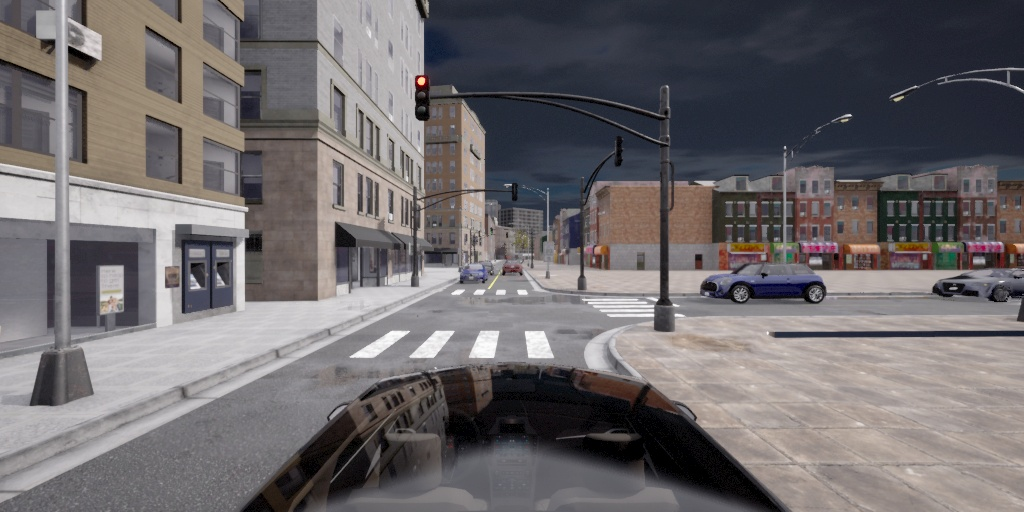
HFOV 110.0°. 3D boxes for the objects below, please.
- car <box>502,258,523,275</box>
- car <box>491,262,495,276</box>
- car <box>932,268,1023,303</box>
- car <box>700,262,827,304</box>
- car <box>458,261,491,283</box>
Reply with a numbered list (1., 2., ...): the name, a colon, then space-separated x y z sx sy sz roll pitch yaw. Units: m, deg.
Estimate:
1. car: 0.046 1.110 38.903 2.097 1.767 4.553 0 0 0
2. car: -2.883 1.262 38.009 1.837 1.490 4.892 0 0 0
3. car: 21.212 1.228 15.633 4.181 1.385 1.994 0 0 -1
4. car: 10.743 1.054 15.597 4.553 1.767 2.097 0 0 1
5. car: -2.871 1.279 27.761 1.812 1.442 4.674 0 0 0
